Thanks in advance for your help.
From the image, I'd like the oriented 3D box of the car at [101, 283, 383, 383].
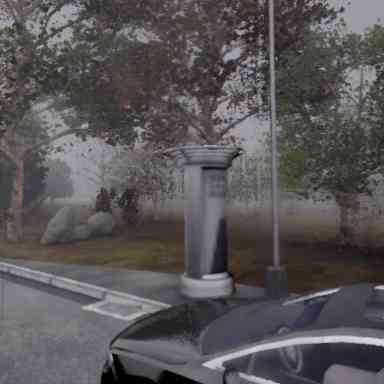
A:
[{"bbox_3d":[1.381,1.491,2.393,4.902,1.511,2.128,0,0,36],"label":"car"}]
